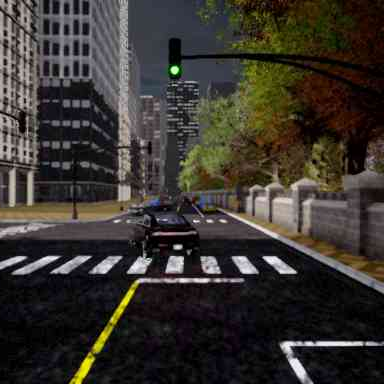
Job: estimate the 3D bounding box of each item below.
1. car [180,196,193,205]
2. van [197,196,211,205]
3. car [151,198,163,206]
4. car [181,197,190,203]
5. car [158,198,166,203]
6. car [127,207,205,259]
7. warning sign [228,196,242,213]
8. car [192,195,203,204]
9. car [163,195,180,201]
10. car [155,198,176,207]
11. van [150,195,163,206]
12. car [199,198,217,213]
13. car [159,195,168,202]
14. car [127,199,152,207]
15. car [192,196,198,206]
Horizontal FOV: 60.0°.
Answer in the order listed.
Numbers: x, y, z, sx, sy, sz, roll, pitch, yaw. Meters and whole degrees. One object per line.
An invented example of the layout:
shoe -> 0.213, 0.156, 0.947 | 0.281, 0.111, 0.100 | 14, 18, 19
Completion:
car -> -1.158, 1.869, 65.401 | 1.812, 1.442, 4.674 | 0, 0, -2
van -> 1.981, 1.588, 46.034 | 1.690, 1.788, 3.998 | 0, 0, -1
car -> -6.519, 1.874, 62.324 | 1.887, 1.381, 4.507 | 0, 0, -2
car -> -1.532, 1.763, 75.409 | 2.033, 1.411, 5.357 | 0, 0, -2
car -> -7.144, 1.990, 78.957 | 1.802, 1.307, 4.206 | 0, 0, -2
car -> -1.215, 1.555, 12.982 | 2.128, 1.511, 4.902 | 1, 0, -18
warning sign -> 4.595, 1.308, 35.412 | 1.300, 1.860, 1.060 | 0, 0, -1
car -> 1.100, 1.698, 73.751 | 2.192, 1.841, 5.009 | 0, 0, -2
car -> -3.779, 1.809, 59.972 | 2.128, 1.511, 4.902 | 0, 0, -1
car -> -3.366, 1.834, 43.207 | 1.895, 1.301, 4.718 | 0, 0, -1
van -> -6.343, 1.643, 56.781 | 1.690, 1.788, 3.998 | 0, 0, -2
car -> 2.106, 1.745, 40.660 | 1.752, 1.417, 4.829 | 0, 0, -1
car -> -7.640, 1.774, 90.042 | 2.192, 1.841, 5.009 | 0, 0, -3
car -> -5.653, 1.740, 34.606 | 2.008, 1.369, 4.403 | 0, 0, -1
car -> 1.494, 1.856, 62.829 | 1.752, 1.417, 4.829 | 0, 0, -2
